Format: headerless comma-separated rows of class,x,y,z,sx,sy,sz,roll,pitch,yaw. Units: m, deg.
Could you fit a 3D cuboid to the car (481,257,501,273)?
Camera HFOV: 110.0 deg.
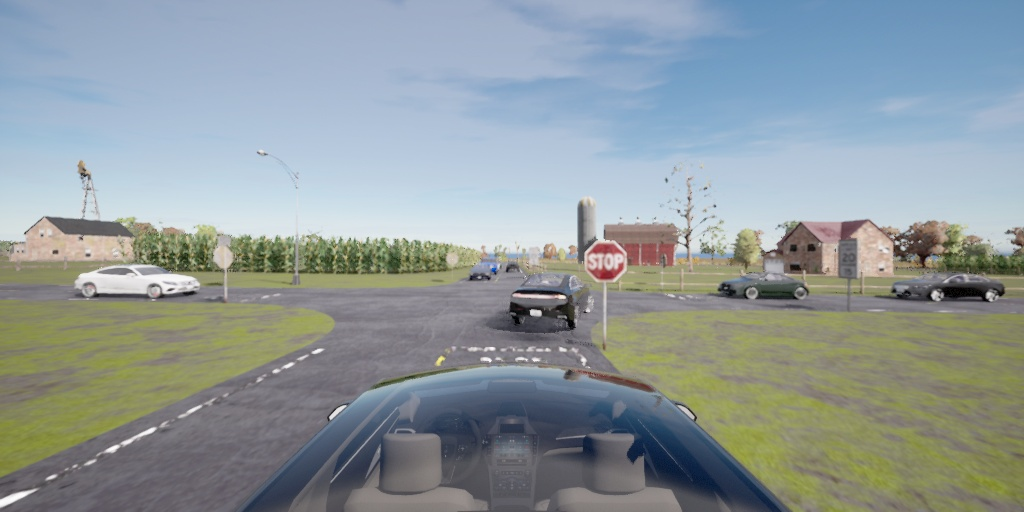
car,-2.846,1.180,43.192,2.150,2.045,5.566,0,0,0

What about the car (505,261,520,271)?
car,0.096,1.516,52.512,1.837,1.490,4.892,0,0,0

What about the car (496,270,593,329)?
car,1.427,1.293,11.662,2.128,1.511,4.902,0,0,19

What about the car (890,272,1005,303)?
car,23.672,1.659,19.601,4.902,1.511,2.128,1,0,0

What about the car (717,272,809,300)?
car,13.628,1.593,19.572,4.181,1.385,1.994,1,0,-1

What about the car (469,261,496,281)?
car,-2.827,1.450,33.009,2.033,1.411,5.357,0,0,-1

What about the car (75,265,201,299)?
car,-17.140,1.130,16.505,4.674,1.442,1.812,1,0,0
